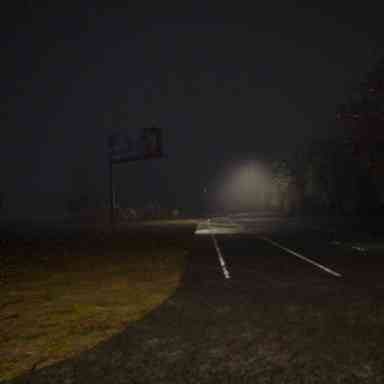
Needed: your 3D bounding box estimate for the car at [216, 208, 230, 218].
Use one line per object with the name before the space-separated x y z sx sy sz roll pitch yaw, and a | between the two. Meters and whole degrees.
car | 6.550 4.775 73.417 2.097 1.767 4.553 -2 -3 9
